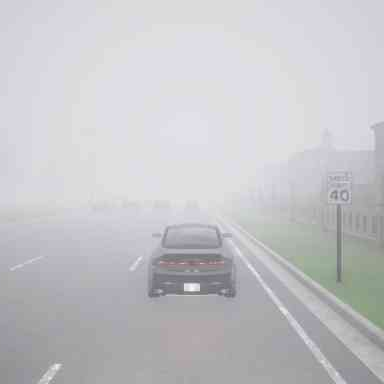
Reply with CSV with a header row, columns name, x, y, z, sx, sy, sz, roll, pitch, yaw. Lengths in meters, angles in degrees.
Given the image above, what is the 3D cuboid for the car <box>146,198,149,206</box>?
name,x,y,z,sx,sy,sz,roll,pitch,yaw
car,-7.002,1.564,49.568,1.994,1.385,4.181,0,0,0

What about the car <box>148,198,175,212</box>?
name,x,y,z,sx,sy,sz,roll,pitch,yaw
car,-3.501,1.491,39.148,2.128,1.511,4.902,0,0,0

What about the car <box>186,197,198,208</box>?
name,x,y,z,sx,sy,sz,roll,pitch,yaw
car,-0.002,1.526,49.568,1.812,1.442,4.674,0,0,0

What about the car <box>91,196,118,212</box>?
name,x,y,z,sx,sy,sz,roll,pitch,yaw
car,-10.501,1.564,39.531,1.994,1.385,4.181,0,0,0

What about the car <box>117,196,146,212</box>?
name,x,y,z,sx,sy,sz,roll,pitch,yaw
car,-7.001,1.477,39.148,1.882,1.535,5.008,0,0,0

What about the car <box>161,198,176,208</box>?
name,x,y,z,sx,sy,sz,roll,pitch,yaw
car,-3.501,1.601,49.622,1.895,1.301,4.718,0,0,0

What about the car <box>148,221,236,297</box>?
name,x,y,z,sx,sy,sz,roll,pitch,yaw
car,0.000,1.504,8.535,1.837,1.490,4.892,0,0,0

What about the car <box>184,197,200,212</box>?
name,x,y,z,sx,sy,sz,roll,pitch,yaw
car,-0.001,1.547,39.148,2.033,1.411,5.357,0,0,0
